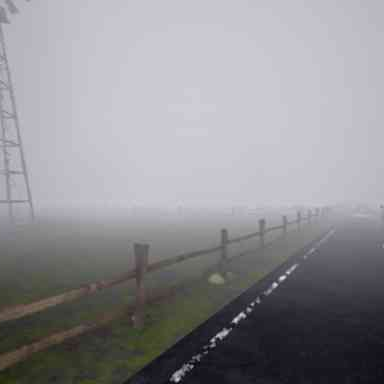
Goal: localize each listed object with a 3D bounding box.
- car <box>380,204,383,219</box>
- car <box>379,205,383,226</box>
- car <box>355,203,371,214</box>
[{"bbox_3d":[22.030,2.160,37.121,1.812,1.442,4.674,0,-1,28],"label":"car"},{"bbox_3d":[16.432,1.676,26.527,2.150,2.045,5.566,0,-1,28],"label":"car"},{"bbox_3d":[24.031,2.271,46.885,2.128,1.511,4.902,0,-1,28],"label":"car"}]
